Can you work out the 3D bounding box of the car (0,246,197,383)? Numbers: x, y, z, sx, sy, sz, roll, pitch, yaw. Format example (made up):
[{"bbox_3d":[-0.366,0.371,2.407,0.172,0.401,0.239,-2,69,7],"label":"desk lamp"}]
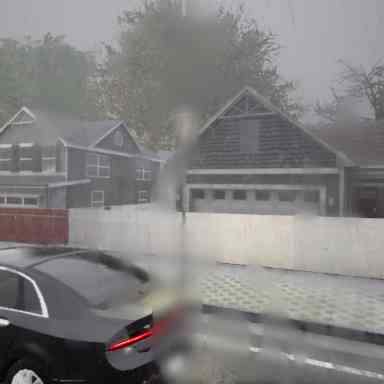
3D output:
[{"bbox_3d":[-2.327,1.503,4.453,4.892,1.490,1.837,0,0,26],"label":"car"}]
